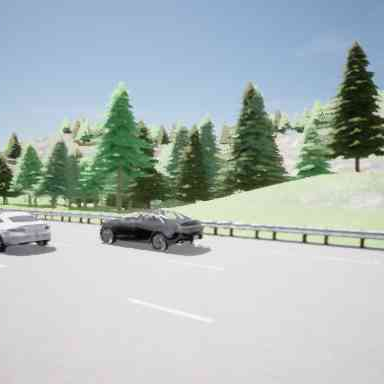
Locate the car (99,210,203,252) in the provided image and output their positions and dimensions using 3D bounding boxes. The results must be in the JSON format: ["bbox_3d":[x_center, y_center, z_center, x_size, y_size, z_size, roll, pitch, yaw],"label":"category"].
[{"bbox_3d":[-1.829,1.491,13.897,4.902,1.511,2.128,0,0,35],"label":"car"}]

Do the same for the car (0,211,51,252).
[{"bbox_3d":[-7.688,1.525,13.776,4.674,1.442,1.812,0,0,35],"label":"car"}]
